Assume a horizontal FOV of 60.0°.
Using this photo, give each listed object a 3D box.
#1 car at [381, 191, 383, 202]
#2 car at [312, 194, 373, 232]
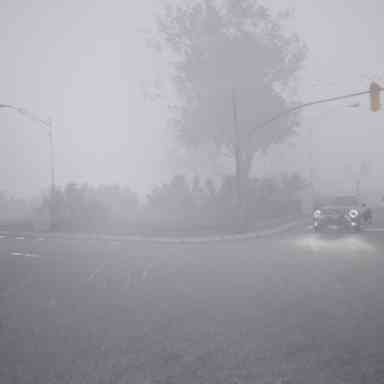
[{"bbox_3d":[21.971,0.255,36.505,2.033,1.411,5.357,-3,0,35],"label":"car"},{"bbox_3d":[7.622,0.926,16.696,2.097,1.767,4.553,-3,0,36],"label":"car"}]
